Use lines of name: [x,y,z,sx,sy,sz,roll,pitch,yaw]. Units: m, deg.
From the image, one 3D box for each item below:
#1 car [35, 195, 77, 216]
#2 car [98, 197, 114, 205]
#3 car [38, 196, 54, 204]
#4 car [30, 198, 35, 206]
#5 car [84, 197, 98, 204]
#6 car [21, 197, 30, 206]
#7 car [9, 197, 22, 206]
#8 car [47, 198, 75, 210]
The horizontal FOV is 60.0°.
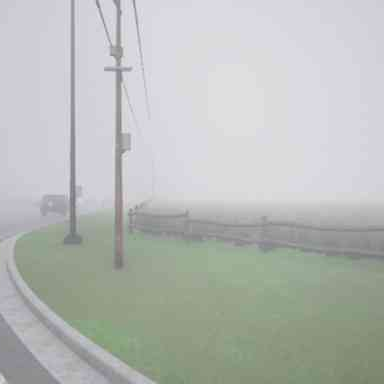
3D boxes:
car: [-13.106,1.275,32.880,2.150,2.045,5.566,0,0,-5]
car: [-15.859,1.657,62.658,1.994,1.385,4.181,0,0,-5]
car: [-30.705,1.642,70.060,1.812,1.442,4.674,0,0,-5]
car: [-21.620,1.608,48.962,1.812,1.442,4.674,0,0,-5]
car: [-19.648,1.647,65.106,2.033,1.411,5.357,0,0,-5]
car: [-25.651,1.694,54.548,1.895,1.301,4.718,0,0,-5]
car: [-29.362,1.590,56.628,2.128,1.511,4.902,0,0,-5]
car: [-17.757,1.621,45.257,2.033,1.411,5.357,0,0,-5]
